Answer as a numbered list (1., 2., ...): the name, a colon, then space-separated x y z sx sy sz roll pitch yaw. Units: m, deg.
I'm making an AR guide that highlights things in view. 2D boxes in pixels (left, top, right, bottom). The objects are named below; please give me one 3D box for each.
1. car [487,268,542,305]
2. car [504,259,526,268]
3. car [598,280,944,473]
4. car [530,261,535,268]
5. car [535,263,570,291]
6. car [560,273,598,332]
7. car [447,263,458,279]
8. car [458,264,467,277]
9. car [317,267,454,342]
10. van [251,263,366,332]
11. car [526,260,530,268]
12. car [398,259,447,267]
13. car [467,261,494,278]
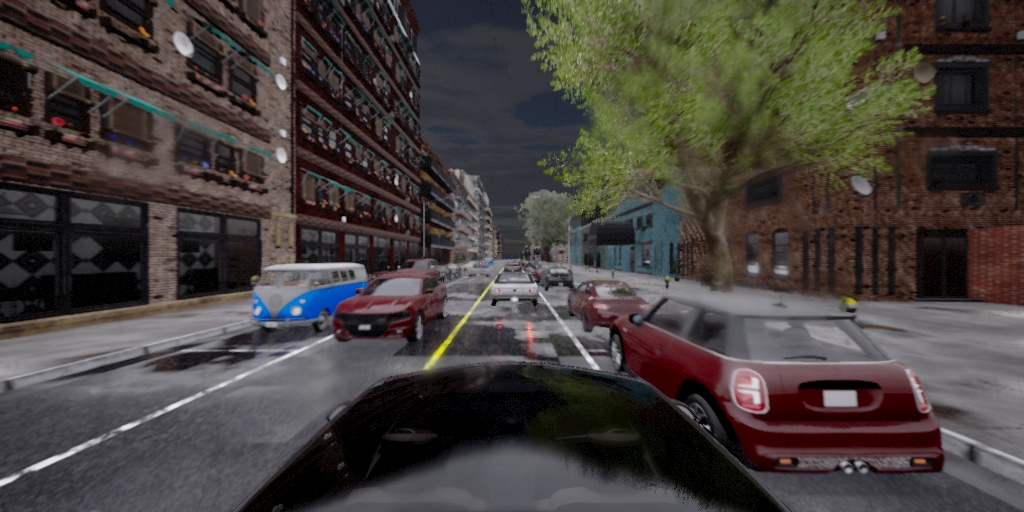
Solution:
1. car: 0.103 1.369 16.002 1.895 1.301 4.718 0 0 0
2. car: 0.107 1.305 38.887 2.128 1.511 4.902 0 0 0
3. car: 2.691 1.193 4.876 1.967 1.591 4.097 0 0 0
4. car: 2.697 1.228 27.663 1.967 1.591 4.097 0 0 0
5. car: 2.696 1.328 21.966 2.007 1.370 4.403 0 0 0
6. car: 2.692 1.342 10.573 1.802 1.307 4.207 0 0 0
7. car: -5.684 1.355 27.667 1.948 1.339 4.313 0 0 0
8. car: -5.682 1.352 33.363 2.007 1.370 4.403 0 0 0
9. car: -3.072 1.237 10.018 1.882 1.535 5.008 0 0 0
10. van: -5.689 1.101 10.577 1.690 1.789 3.998 0 0 0
11. car: 2.705 1.405 56.146 2.007 1.370 4.403 0 0 0
12. car: -5.685 1.093 21.970 2.192 1.841 5.009 0 0 0
13. car: -3.025 1.404 34.426 1.895 1.301 4.718 0 0 1
